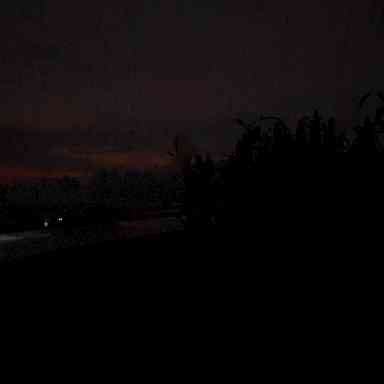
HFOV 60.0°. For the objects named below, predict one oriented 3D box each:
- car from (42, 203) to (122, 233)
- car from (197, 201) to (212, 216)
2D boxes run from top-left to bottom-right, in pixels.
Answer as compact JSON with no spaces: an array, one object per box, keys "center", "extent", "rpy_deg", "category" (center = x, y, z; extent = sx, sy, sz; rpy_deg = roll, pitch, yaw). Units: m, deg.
[{"center":[-6.361,1.444,19.743],"extent":[2.128,1.511,4.902],"rpy_deg":[1,0,35],"category":"car"},{"center":[2.125,1.458,31.657],"extent":[1.882,1.535,5.008],"rpy_deg":[1,0,35],"category":"car"}]
